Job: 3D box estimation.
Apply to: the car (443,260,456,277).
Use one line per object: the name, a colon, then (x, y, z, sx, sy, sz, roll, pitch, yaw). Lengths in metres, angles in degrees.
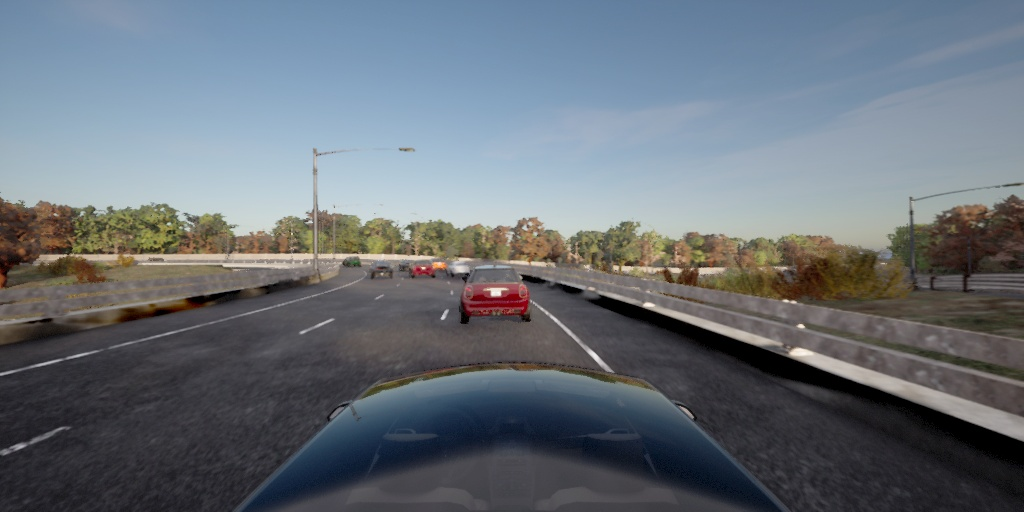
car: (-5.282, 1.267, 35.198, 1.812, 1.442, 4.674, 0, 0, -19)

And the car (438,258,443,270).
car: (-10.253, 1.108, 48.140, 2.097, 1.767, 4.553, 0, 0, -24)

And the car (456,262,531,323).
car: (-0.659, 1.092, 12.364, 2.097, 1.767, 4.553, 0, 0, -5)

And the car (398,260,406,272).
car: (-13.878, 1.288, 47.640, 1.837, 1.490, 4.892, 0, 1, -25)

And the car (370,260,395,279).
car: (-11.836, 1.293, 32.784, 1.837, 1.490, 4.892, 0, 0, -19)

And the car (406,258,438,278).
car: (-8.567, 1.116, 34.019, 2.097, 1.767, 4.553, 0, 0, -19)
